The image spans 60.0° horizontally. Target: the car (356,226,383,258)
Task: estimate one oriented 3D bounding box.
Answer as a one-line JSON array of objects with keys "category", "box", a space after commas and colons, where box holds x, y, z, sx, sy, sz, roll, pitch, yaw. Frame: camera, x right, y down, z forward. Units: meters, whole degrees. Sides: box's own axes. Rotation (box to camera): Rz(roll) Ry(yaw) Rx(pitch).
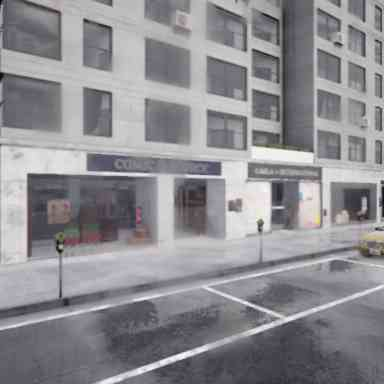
[{"category": "car", "box": [7.568, 1.506, 11.603, 4.829, 1.417, 1.752, 0, 0, -36]}]
